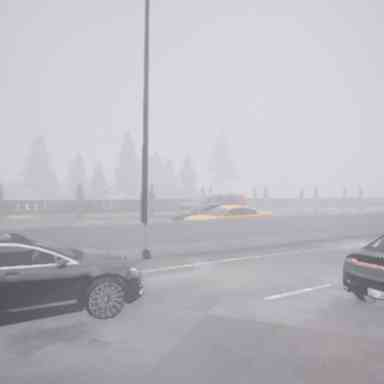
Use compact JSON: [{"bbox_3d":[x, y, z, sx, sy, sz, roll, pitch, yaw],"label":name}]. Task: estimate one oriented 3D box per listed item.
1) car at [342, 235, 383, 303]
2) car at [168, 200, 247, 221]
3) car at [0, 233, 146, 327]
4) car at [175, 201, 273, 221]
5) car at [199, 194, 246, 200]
[{"bbox_3d":[5.166,1.485,6.767,4.902,1.511,2.128,0,0,-30],"label":"car"},{"bbox_3d":[0.909,1.451,20.579,4.892,1.490,1.837,0,0,-27],"label":"car"},{"bbox_3d":[-3.185,1.457,5.620,4.902,1.511,2.128,0,0,-35],"label":"car"},{"bbox_3d":[1.903,1.434,17.163,5.008,1.535,1.882,0,0,-28],"label":"car"},{"bbox_3d":[1.679,1.165,24.945,5.566,2.045,2.150,0,0,-26],"label":"car"}]
